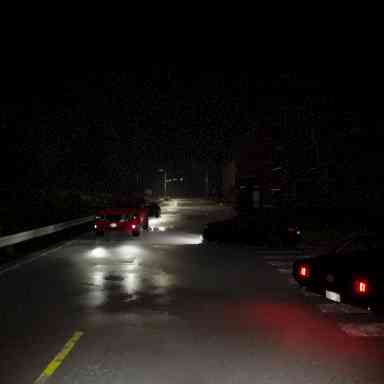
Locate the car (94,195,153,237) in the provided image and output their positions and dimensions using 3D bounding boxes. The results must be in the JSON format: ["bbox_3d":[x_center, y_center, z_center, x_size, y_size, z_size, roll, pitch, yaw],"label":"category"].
[{"bbox_3d":[-3.734,1.221,18.520,2.150,2.045,5.566,0,0,0],"label":"car"}]

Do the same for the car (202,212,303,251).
[{"bbox_3d":[2.537,1.564,14.192,4.181,1.385,1.994,0,0,34],"label":"car"}]

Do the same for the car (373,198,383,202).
[{"bbox_3d":[27.130,1.506,46.961,1.816,1.474,4.193,0,0,-1],"label":"car"}]

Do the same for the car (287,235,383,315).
[{"bbox_3d":[4.505,1.601,7.103,4.718,1.301,1.895,0,0,-29],"label":"car"}]

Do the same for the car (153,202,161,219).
[{"bbox_3d":[-3.781,1.564,28.857,1.994,1.385,4.181,0,0,0],"label":"car"}]
